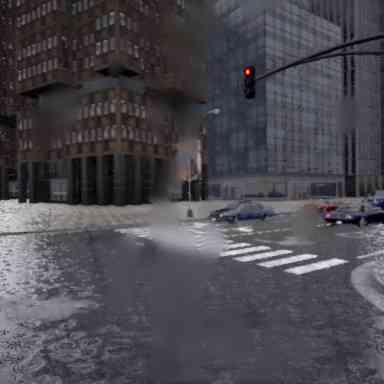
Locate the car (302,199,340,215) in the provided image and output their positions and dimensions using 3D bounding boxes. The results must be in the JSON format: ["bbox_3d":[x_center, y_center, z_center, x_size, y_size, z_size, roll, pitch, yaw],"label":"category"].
[{"bbox_3d":[11.827,1.316,29.309,4.718,1.301,1.895,-1,0,-35],"label":"car"}]

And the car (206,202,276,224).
[{"bbox_3d":[3.589,1.392,23.526,5.357,1.411,2.033,-1,0,-35],"label":"car"}]

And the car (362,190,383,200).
[{"bbox_3d":[20.246,0.808,35.227,5.566,2.045,2.150,-1,0,-35],"label":"car"}]

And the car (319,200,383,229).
[{"bbox_3d":[9.989,1.378,19.818,4.718,1.301,1.895,-1,0,-35],"label":"car"}]
